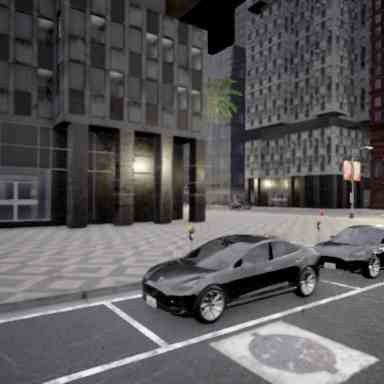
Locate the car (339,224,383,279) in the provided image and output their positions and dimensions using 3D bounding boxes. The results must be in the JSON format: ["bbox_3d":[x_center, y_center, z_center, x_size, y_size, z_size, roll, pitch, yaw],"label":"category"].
[{"bbox_3d":[5.635,1.720,10.554,4.313,1.339,1.947,1,-1,-35],"label":"car"}]

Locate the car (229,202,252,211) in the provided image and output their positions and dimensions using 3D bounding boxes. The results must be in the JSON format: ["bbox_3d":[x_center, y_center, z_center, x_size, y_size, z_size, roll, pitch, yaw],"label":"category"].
[{"bbox_3d":[8.515,2.511,58.809,1.837,1.490,4.892,1,-1,-34],"label":"car"}]

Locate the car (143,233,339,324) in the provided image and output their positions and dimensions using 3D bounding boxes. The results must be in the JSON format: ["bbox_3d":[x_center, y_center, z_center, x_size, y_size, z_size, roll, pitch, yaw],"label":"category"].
[{"bbox_3d":[1.046,1.637,7.281,4.313,1.339,1.947,1,-1,-35],"label":"car"}]
